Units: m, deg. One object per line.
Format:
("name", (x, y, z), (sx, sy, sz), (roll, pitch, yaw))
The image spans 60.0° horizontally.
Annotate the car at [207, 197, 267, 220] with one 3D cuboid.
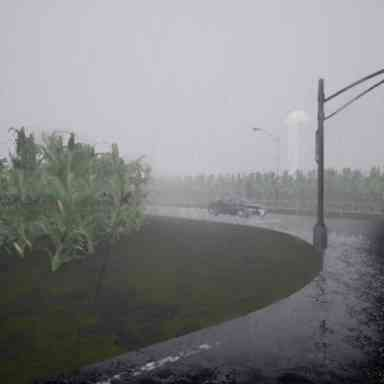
("car", (3.201, 1.153, 24.221), (2.128, 1.511, 4.902), (1, 0, -39))
